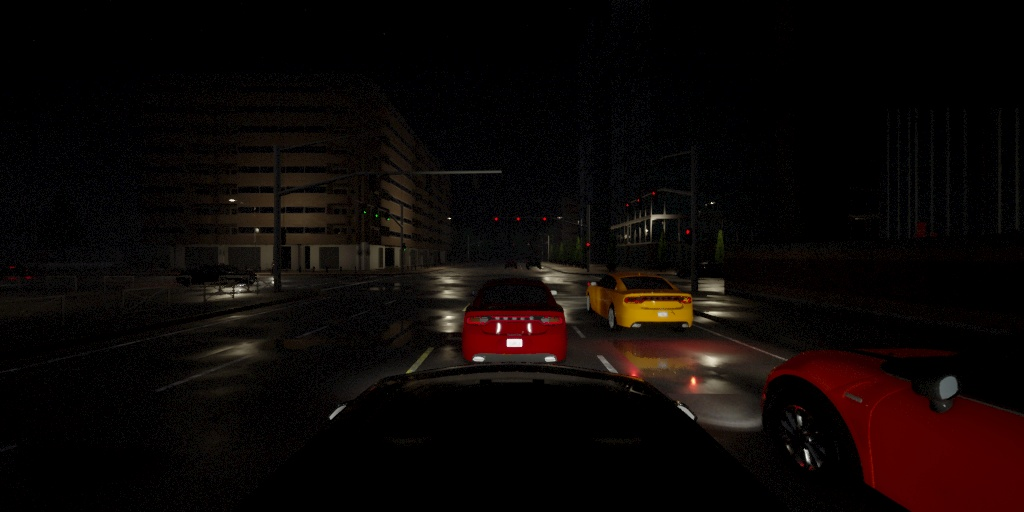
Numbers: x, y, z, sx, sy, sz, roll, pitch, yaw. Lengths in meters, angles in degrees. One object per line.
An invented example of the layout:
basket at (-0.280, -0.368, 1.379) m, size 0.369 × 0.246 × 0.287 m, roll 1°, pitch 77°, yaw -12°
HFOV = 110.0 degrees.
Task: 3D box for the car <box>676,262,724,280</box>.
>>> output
car at (16.744, 1.296, 31.257) m, size 4.902 × 1.511 × 2.128 m, roll 0°, pitch 0°, yaw 0°

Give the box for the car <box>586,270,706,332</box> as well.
car at (3.577, 1.228, 10.940) m, size 1.882 × 1.535 × 5.008 m, roll 0°, pitch 0°, yaw 0°

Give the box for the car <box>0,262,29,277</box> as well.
car at (-50.350, 1.297, 34.956) m, size 4.902 × 1.511 × 2.128 m, roll 0°, pitch 0°, yaw 1°

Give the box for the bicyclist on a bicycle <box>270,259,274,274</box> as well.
bicyclist on a bicycle at (-25.540, 1.106, 38.695) m, size 0.582 × 1.620 × 1.656 m, roll 0°, pitch 0°, yaw 0°

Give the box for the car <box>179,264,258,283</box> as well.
car at (-22.601, 1.331, 27.721) m, size 4.674 × 1.442 × 1.812 m, roll 0°, pitch 0°, yaw 0°

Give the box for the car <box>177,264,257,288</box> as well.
car at (-19.857, 1.331, 24.210) m, size 4.674 × 1.442 × 1.812 m, roll 0°, pitch 0°, yaw 0°

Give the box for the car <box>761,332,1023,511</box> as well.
car at (3.600, 1.103, 1.793) m, size 2.097 × 1.767 × 4.553 m, roll 0°, pitch 0°, yaw 0°

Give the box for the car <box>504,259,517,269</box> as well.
car at (-0.138, 1.275, 58.415) m, size 1.812 × 1.442 × 4.674 m, roll 0°, pitch 0°, yaw 1°

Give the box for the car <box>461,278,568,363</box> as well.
car at (0.058, 1.228, 8.164) m, size 1.882 × 1.535 × 5.008 m, roll 0°, pitch 0°, yaw 0°

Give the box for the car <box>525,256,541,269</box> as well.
car at (3.341, 0.971, 56.685) m, size 2.150 × 2.045 × 5.566 m, roll 0°, pitch 0°, yaw 1°
